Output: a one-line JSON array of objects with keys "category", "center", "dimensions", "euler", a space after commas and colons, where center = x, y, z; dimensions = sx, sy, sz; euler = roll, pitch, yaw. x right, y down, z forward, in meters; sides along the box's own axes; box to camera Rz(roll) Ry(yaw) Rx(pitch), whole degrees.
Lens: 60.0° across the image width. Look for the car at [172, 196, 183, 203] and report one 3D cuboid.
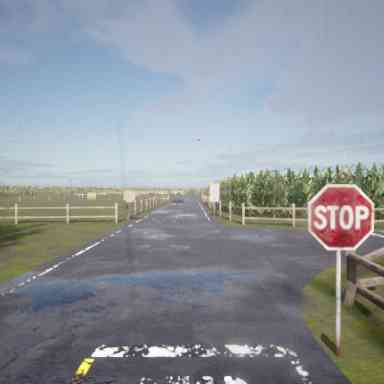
[{"category": "car", "center": [-2.739, 1.509, 65.353], "dimensions": [1.994, 1.385, 4.181], "euler": [0, 0, 0]}]
